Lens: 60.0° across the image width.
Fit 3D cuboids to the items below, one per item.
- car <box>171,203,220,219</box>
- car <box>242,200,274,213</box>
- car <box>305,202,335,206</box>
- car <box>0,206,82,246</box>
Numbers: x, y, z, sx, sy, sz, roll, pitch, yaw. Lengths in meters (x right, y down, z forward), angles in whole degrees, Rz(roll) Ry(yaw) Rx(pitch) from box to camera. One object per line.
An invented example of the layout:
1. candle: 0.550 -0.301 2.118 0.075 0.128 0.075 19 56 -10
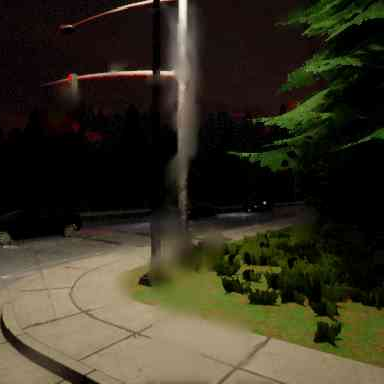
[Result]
1. car: 0.364 1.574 26.818 1.895 1.301 4.718 0 0 35
2. car: 7.283 1.574 36.683 1.895 1.301 4.718 0 0 36
3. car: 16.379 1.195 42.928 2.150 2.045 5.566 0 0 36
4. car: -7.530 1.451 15.381 1.882 1.535 5.008 0 0 35
